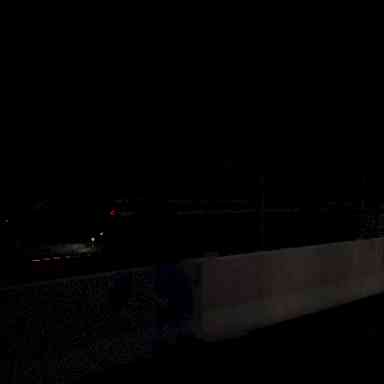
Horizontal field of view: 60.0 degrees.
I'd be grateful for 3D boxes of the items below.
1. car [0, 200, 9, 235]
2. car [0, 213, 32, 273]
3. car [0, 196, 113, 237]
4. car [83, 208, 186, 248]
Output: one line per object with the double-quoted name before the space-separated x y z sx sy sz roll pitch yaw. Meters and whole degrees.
"car" -11.973 1.325 16.836 4.553 1.767 2.097 1 0 -35
"car" -6.698 1.455 7.725 5.008 1.535 1.882 1 0 -35
"car" -6.518 1.236 16.380 5.566 2.045 2.150 0 0 -34
"car" -1.873 1.596 15.248 5.357 1.411 2.033 1 0 -33
